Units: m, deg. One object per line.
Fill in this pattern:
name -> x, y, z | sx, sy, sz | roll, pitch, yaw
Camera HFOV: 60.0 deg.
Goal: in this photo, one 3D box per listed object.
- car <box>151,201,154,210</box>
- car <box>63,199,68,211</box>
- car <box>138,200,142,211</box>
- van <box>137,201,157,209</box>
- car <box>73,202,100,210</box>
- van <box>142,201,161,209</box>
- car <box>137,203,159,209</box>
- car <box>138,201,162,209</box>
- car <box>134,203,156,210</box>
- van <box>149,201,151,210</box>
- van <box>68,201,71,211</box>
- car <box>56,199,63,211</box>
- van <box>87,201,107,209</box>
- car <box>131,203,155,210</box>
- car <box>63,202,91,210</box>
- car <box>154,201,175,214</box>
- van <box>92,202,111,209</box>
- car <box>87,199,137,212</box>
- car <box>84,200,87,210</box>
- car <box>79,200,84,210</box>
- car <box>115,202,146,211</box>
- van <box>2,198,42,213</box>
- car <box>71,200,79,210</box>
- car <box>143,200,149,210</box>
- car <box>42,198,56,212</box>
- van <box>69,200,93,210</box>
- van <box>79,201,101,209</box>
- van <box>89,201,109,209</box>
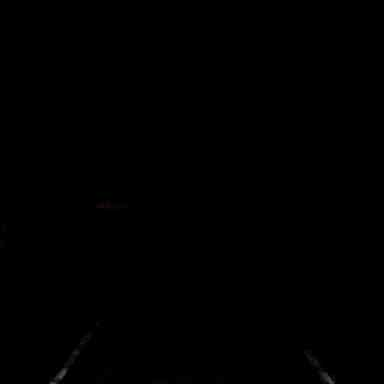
car -> -10.325, 2.764, 64.712 | 5.008, 1.535, 2.097 | 0, -2, 0
car -> -23.400, 2.344, 53.833 | 4.892, 1.521, 2.231 | 0, -2, 0
car -> -10.336, 2.129, 48.071 | 5.008, 1.535, 2.097 | 0, -2, 0
van -> -10.197, 2.969, 75.817 | 4.442, 1.987, 1.878 | 0, -2, 0
car -> -23.210, 3.091, 73.212 | 5.366, 1.575, 1.946 | 0, -2, 0
van -> -10.192, 3.350, 84.121 | 4.442, 1.987, 1.878 | 0, -3, 0
car -> -10.341, 3.332, 78.588 | 4.792, 1.488, 2.163 | 0, -3, 0
car -> -10.338, 3.173, 81.350 | 5.566, 2.045, 2.435 | 0, -3, 0
car -> -10.318, 3.127, 73.033 | 4.674, 1.452, 2.002 | 0, -2, 0
van -> -10.438, 2.431, 61.947 | 4.442, 1.987, 1.878 | 0, -2, 0
van -> -23.521, 2.224, 56.611 | 4.442, 1.987, 1.878 | 0, -2, 0
car -> -23.223, 2.234, 51.068 | 5.366, 1.575, 1.946 | 0, -2, 0
van -> -23.273, 3.199, 81.374 | 4.442, 1.987, 1.878 | 0, -3, 0
car -> -10.287, 3.009, 70.258 | 4.792, 1.488, 2.163 | 0, -2, 0
car -> -23.392, 2.880, 67.675 | 4.892, 1.521, 2.231 | 0, -2, 0
car -> -3.338, 1.987, 42.957 | 1.882, 1.535, 5.008 | 0, -2, 0
van -> -23.503, 3.503, 86.914 | 4.442, 1.987, 1.878 | 0, -3, 0
car -> -10.148, 1.951, 42.533 | 5.366, 1.575, 1.946 | 0, -2, 0
car -> -23.395, 2.772, 64.907 | 5.008, 1.535, 2.097 | 0, -2, 0
car -> -23.396, 2.659, 62.013 | 5.008, 1.535, 2.097 | 0, -2, 0
car -> -10.354, 2.471, 56.389 | 4.792, 1.488, 2.163 | 0, -2, 0
van -> -23.529, 1.815, 45.419 | 4.442, 1.987, 1.878 | 0, -2, 0
car -> -23.371, 2.432, 59.374 | 4.553, 1.767, 2.185 | 0, -2, 0
car -> -10.298, 2.083, 53.626 | 5.566, 2.045, 2.435 | 0, -2, 0
car -> -23.437, 1.885, 48.310 | 5.566, 2.045, 2.435 | 0, -2, 0
van -> -23.513, 2.761, 70.452 | 4.442, 1.987, 1.878 | 0, -2, 0
van -> -23.276, 2.975, 75.987 | 4.442, 1.987, 1.878 | 0, -2, 0
van -> -23.504, 3.358, 84.273 | 4.442, 1.987, 1.878 | 0, -3, 0
